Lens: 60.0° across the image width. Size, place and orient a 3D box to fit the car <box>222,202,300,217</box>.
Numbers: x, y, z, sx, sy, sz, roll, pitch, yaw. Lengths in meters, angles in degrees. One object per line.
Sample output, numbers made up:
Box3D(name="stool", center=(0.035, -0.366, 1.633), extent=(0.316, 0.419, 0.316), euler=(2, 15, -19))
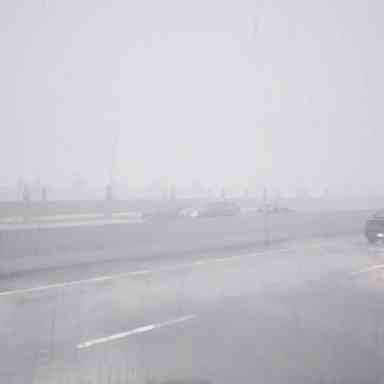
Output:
Box3D(name="car", center=(4.515, 1.493, 20.104), extent=(4.902, 1.511, 2.128), euler=(0, 0, -35))

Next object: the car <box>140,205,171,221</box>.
Box3D(name="car", center=(-1.360, 1.602, 24.514), extent=(4.718, 1.301, 1.895), euler=(0, 0, -35))

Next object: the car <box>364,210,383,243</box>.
Box3D(name="car", center=(9.616, 1.506, 14.899), extent=(4.892, 1.490, 1.837), euler=(0, 0, -35))

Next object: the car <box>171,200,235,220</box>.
Box3D(name="car", center=(1.231, 1.353, 22.061), extent=(4.553, 1.767, 2.097), euler=(0, 0, -35))
